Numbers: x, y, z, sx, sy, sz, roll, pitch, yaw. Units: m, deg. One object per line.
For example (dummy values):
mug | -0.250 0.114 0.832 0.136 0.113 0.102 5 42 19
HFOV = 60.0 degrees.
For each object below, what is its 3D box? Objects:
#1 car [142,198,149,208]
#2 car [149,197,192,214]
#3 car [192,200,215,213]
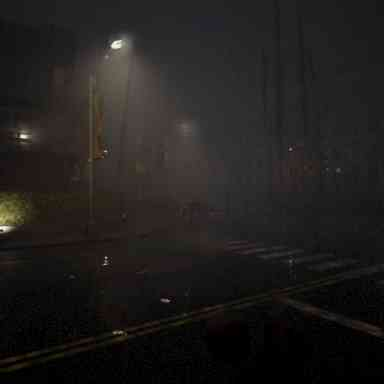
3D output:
car | -5.089 1.477 45.125 2.128 1.511 4.902 0 0 -34
car | -2.374 1.513 35.002 1.812 1.442 4.674 0 0 -35
car | 0.711 1.549 36.697 1.994 1.385 4.181 0 0 -35
